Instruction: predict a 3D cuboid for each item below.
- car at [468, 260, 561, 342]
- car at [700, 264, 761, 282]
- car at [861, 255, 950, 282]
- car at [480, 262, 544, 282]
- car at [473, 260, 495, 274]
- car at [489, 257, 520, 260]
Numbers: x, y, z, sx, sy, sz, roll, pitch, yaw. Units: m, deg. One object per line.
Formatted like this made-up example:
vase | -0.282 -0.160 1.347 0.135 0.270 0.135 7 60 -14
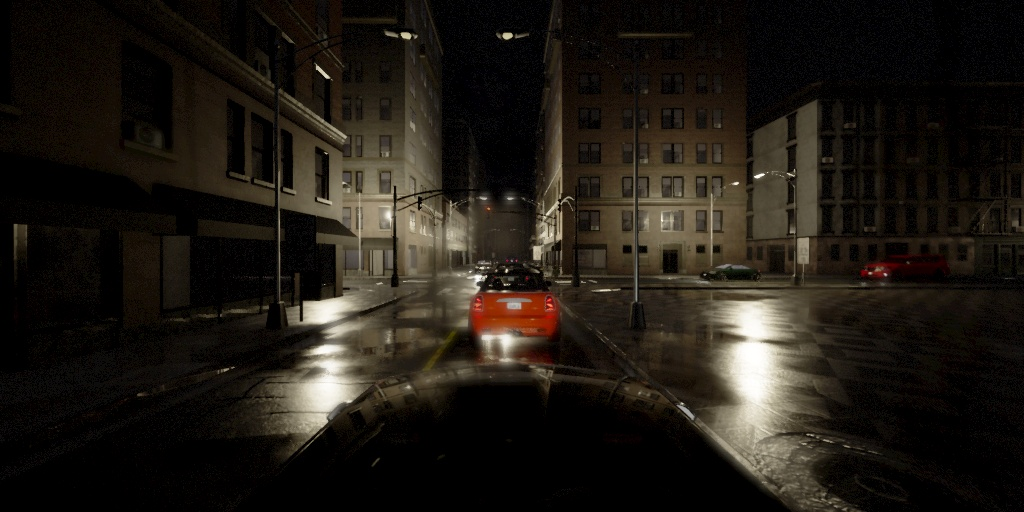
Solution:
car | 0.058 1.102 9.904 2.097 1.767 4.553 0 0 0
car | 17.373 1.318 28.607 4.181 1.385 1.994 0 0 0
car | 31.457 0.966 28.722 5.566 2.045 2.150 -1 0 0
car | 0.000 1.241 28.449 4.902 1.511 2.128 0 0 -1
car | -3.174 1.239 41.223 2.128 1.511 4.902 0 0 0
car | -0.161 1.101 18.825 2.097 1.767 4.553 0 0 -3
